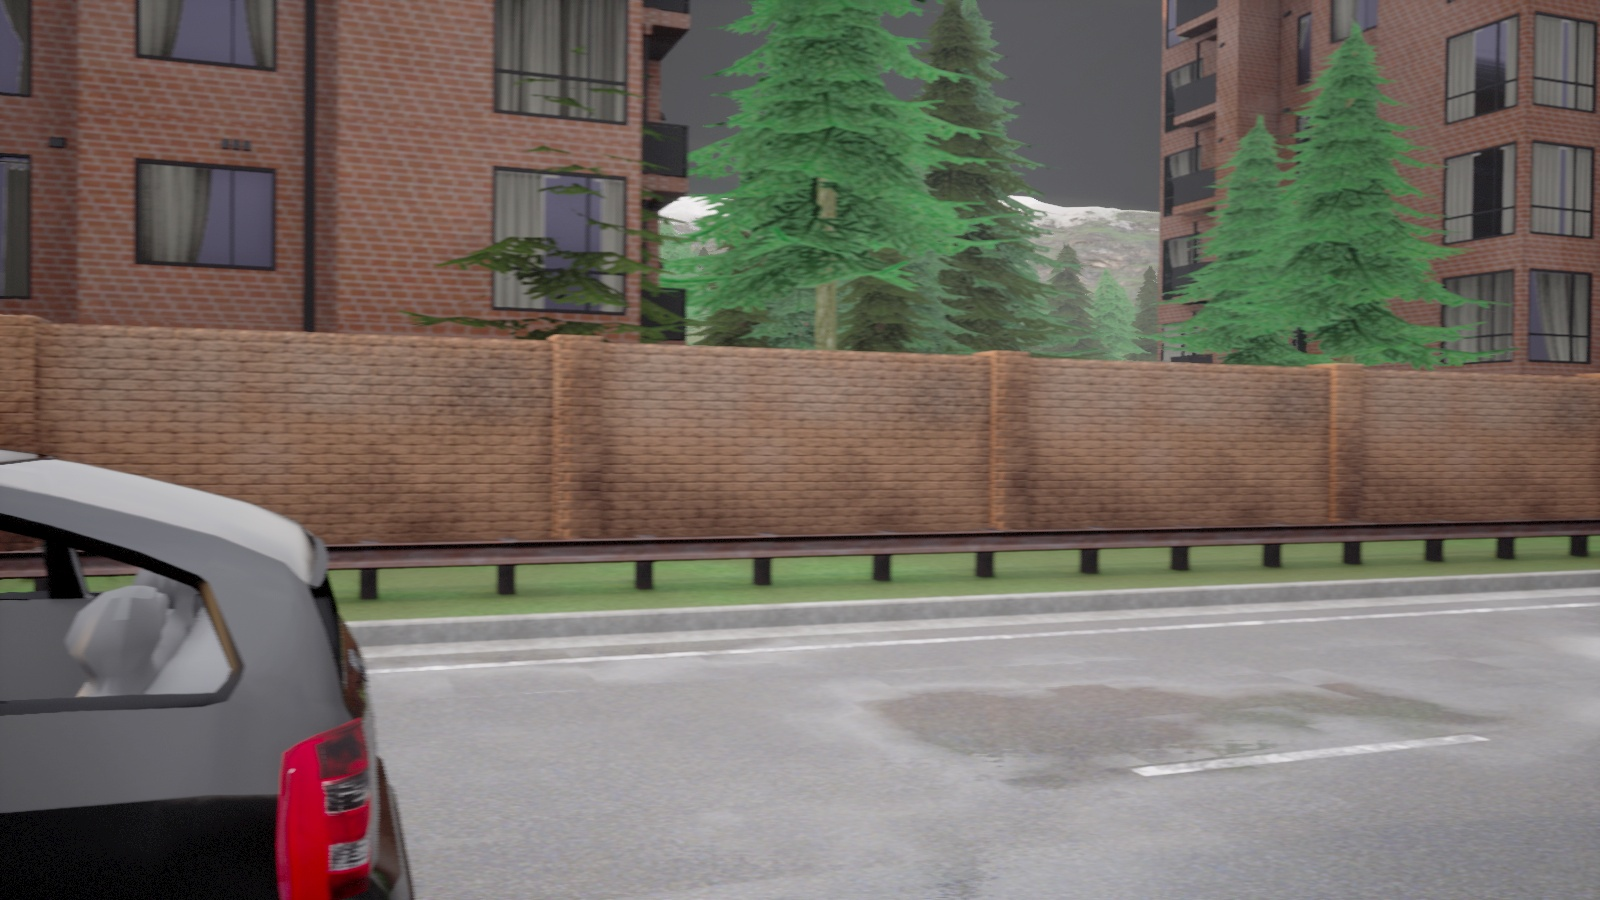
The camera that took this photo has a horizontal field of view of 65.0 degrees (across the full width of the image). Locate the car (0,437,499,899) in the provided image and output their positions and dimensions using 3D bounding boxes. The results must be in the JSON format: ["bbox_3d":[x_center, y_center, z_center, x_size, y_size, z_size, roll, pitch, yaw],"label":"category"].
[{"bbox_3d":[-2.550,0.768,2.271,3.705,1.549,1.789,-1,1,-21],"label":"car"}]
